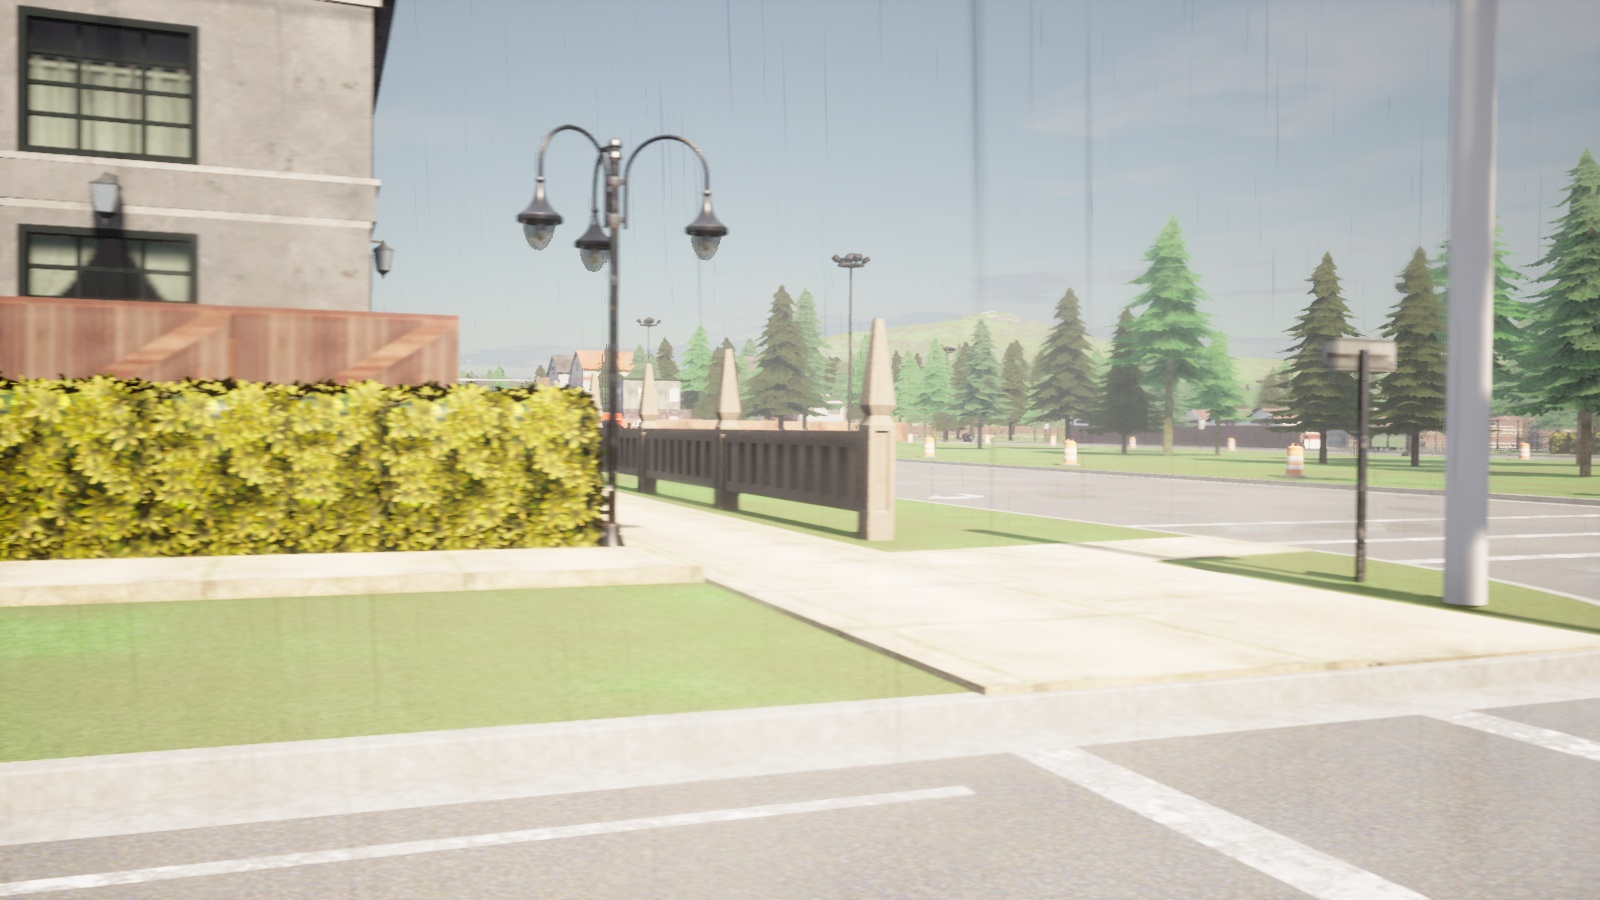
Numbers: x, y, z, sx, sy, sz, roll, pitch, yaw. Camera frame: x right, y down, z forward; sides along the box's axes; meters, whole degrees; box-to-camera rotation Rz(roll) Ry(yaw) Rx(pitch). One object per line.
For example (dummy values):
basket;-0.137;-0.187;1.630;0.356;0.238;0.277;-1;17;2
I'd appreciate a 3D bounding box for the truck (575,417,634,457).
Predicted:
truck;-12.618;-0.865;80.694;2.627;2.467;5.204;-1;1;-21
